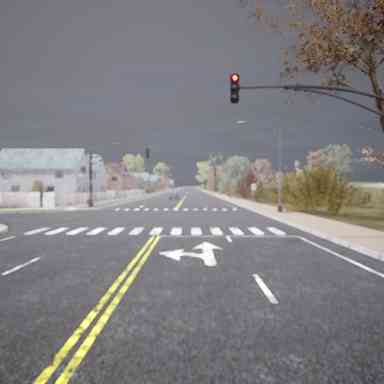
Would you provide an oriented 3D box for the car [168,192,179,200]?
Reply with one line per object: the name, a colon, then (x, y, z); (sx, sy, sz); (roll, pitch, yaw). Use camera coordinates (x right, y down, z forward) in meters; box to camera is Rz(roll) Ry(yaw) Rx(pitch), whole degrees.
car: (-3.303, 0.713, 61.088); (2.033, 1.411, 5.357); (0, 1, 0)
